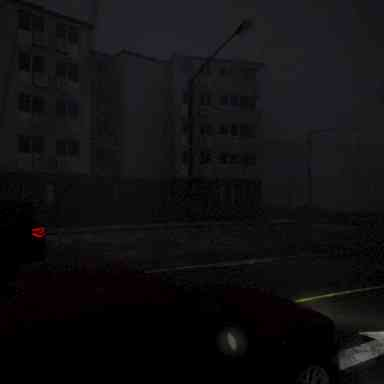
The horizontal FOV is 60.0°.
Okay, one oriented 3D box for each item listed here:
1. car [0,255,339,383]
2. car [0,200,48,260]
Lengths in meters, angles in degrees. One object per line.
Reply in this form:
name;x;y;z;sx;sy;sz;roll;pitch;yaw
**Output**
car;-0.740;1.477;3.003;5.008;1.535;1.882;0;0;-33
car;-6.468;1.222;7.951;5.566;2.045;2.150;0;0;-34
